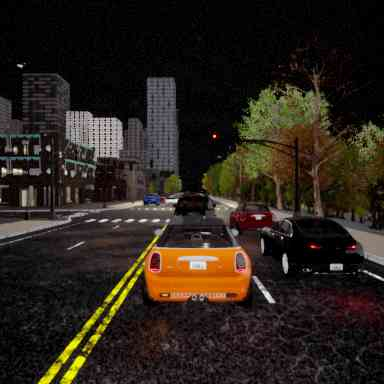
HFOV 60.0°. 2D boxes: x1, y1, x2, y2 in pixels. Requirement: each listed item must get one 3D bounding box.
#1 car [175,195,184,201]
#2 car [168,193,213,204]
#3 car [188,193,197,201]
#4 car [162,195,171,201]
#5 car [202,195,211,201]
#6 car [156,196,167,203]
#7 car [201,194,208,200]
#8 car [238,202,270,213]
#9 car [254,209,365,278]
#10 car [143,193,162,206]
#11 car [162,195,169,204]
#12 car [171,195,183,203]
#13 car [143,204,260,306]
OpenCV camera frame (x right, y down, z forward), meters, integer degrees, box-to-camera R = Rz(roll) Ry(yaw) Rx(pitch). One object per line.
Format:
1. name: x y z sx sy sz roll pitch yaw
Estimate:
1. car: -3.098 1.480 83.061 2.128 1.511 4.902 0 0 0
2. car: 0.134 1.217 17.705 2.150 2.045 5.566 0 0 0
3. car: 0.146 1.182 80.742 2.150 2.045 5.566 0 0 0
4. car: -6.345 1.452 83.936 1.837 1.490 4.892 0 0 0
5. car: 3.396 1.497 80.707 2.033 1.411 5.357 0 0 0
6. car: -6.374 1.569 69.141 1.895 1.301 4.718 0 0 0
7. car: 3.415 1.315 91.125 1.812 1.442 4.674 0 0 0
8. car: 3.385 1.347 19.032 2.097 1.767 4.553 0 0 0
9. car: 3.369 1.502 10.162 1.837 1.490 4.892 0 0 0
10. car: -6.488 1.198 53.524 2.150 2.045 5.566 0 1 0
11. car: -3.248 1.506 52.261 1.812 1.442 4.674 0 0 0
12. car: -3.122 1.468 69.522 2.128 1.511 4.902 0 0 0
13. car: 0.115 1.350 8.164 2.097 1.767 4.553 0 0 0
